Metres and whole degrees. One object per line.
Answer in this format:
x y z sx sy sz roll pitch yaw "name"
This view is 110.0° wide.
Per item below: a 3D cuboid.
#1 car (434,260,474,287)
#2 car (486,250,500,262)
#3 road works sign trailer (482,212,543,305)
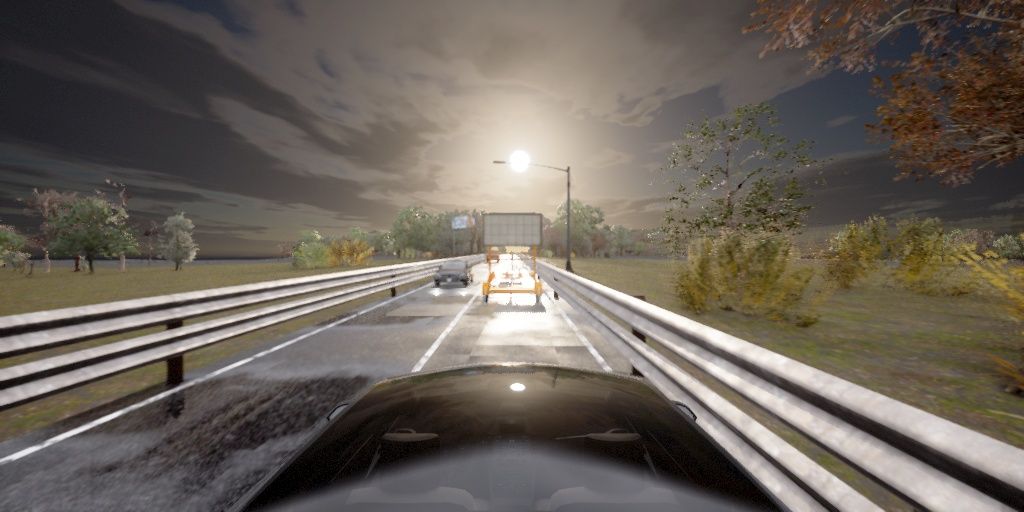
-3.343 0.965 21.416 1.812 1.442 4.674 0 1 0 "car"
-3.275 0.018 62.587 2.150 2.045 5.566 0 1 1 "car"
0.012 0.010 14.658 2.380 3.560 2.880 0 0 0 "road works sign trailer"
